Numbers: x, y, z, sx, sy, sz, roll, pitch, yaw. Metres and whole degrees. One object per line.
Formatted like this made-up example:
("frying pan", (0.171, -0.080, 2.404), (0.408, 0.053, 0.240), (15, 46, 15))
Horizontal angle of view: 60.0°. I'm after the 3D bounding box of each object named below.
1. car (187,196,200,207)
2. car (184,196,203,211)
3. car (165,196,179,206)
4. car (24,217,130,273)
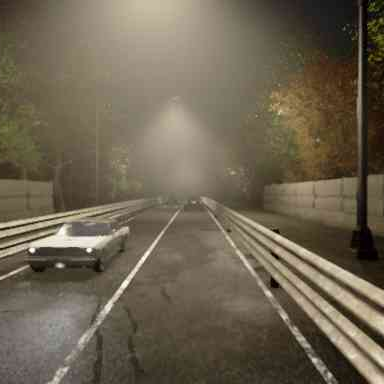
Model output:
("car", (0.243, 1.358, 48.024), (1.837, 1.490, 4.892), (0, 0, 1))
("car", (0.184, 1.174, 37.461), (2.097, 1.767, 4.553), (0, 0, 0))
("car", (-3.070, 1.393, 51.344), (1.812, 1.442, 4.674), (0, 0, 1))
("car", (-3.303, 1.529, 10.544), (1.895, 1.301, 4.718), (0, 0, 0))
